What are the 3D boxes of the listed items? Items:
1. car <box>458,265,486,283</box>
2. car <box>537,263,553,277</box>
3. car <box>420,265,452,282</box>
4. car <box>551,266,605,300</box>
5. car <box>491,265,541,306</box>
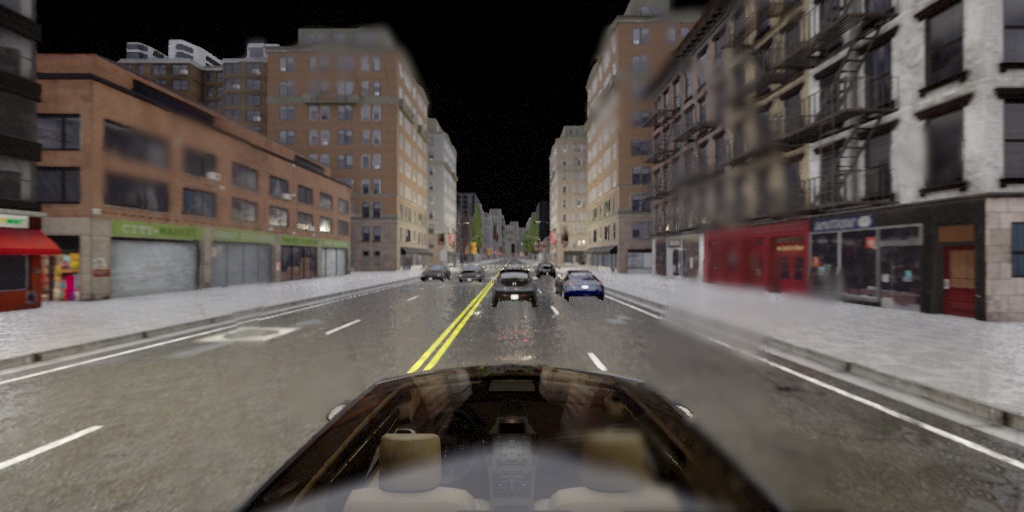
[{"bbox_3d":[-3.258,1.451,30.237,2.033,1.411,5.357,0,0,0],"label":"car"},{"bbox_3d":[3.359,1.442,36.539,1.837,1.490,4.892,0,0,0],"label":"car"},{"bbox_3d":[-6.500,1.457,31.278,2.033,1.411,5.357,0,0,0],"label":"car"},{"bbox_3d":[3.356,1.403,18.429,1.994,1.385,4.181,0,0,0],"label":"car"},{"bbox_3d":[0.104,1.332,16.157,1.837,1.490,4.892,0,0,0],"label":"car"}]
